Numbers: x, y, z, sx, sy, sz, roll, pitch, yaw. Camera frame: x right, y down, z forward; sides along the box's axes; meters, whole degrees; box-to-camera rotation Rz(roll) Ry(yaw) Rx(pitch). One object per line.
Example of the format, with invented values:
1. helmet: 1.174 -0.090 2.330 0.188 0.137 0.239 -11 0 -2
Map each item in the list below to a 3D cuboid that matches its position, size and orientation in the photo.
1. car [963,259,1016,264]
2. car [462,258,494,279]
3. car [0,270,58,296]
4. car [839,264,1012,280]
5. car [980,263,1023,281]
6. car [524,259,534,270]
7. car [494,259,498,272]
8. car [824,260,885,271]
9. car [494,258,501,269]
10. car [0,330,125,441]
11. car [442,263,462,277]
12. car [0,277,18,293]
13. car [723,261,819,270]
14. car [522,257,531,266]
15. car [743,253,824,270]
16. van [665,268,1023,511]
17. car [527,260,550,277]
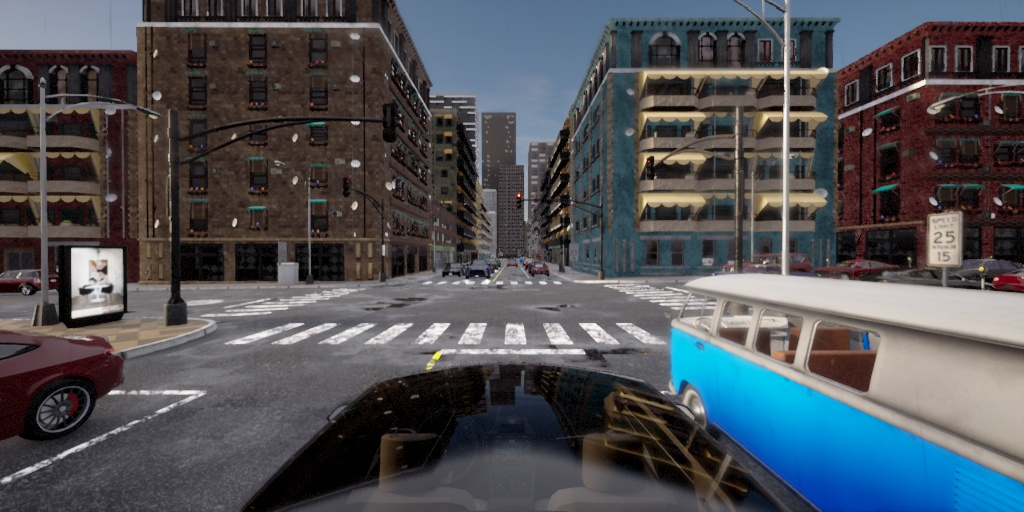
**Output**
1. car: 25.757 0.884 19.752 5.357 1.411 2.033 -1 0 0
2. car: -3.003 1.095 32.408 2.097 1.767 4.553 0 0 -1
3. car: -30.236 1.568 22.144 4.097 1.591 1.967 0 0 0
4. car: 15.808 1.093 13.907 4.313 1.339 1.948 0 0 0
5. car: 21.378 1.029 13.940 4.207 1.307 1.802 0 0 0
6. car: 2.737 1.309 40.667 1.948 1.339 4.313 0 0 0
7. car: -3.050 1.307 41.513 1.994 1.385 4.181 0 0 0
8. car: 21.368 0.924 22.321 4.507 1.381 1.888 0 0 0
9. car: -3.033 1.097 51.384 2.097 1.767 4.553 0 0 0
10. car: -5.691 1.332 2.761 1.802 1.307 4.207 0 0 0
11. car: -5.651 1.308 35.166 1.948 1.339 4.313 0 0 0
12. car: -22.379 1.634 13.551 4.403 1.370 2.007 0 0 0
13. car: 13.575 1.114 19.670 4.718 1.301 1.895 -1 0 -1
14. car: 2.751 1.290 51.714 1.888 1.381 4.507 0 0 0
15. car: 15.797 0.775 22.287 5.009 1.841 2.192 0 0 0
16. van: 2.690 1.090 2.750 1.690 1.789 3.998 0 0 0
17. car: 2.730 1.325 35.144 1.802 1.307 4.207 0 0 0
